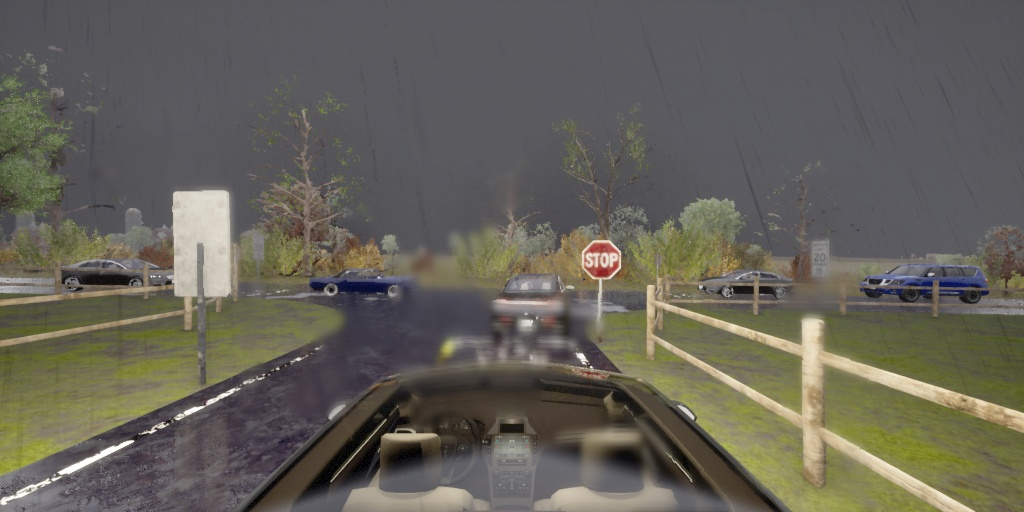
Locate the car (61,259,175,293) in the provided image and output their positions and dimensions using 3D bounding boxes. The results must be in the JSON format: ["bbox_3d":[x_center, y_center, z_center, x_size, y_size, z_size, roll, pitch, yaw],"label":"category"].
[{"bbox_3d":[-18.493,0.885,17.101,4.902,1.511,2.128,1,1,0],"label":"car"}]

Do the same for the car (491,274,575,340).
[{"bbox_3d":[0.705,1.240,10.057,2.128,1.511,4.902,0,0,9],"label":"car"}]

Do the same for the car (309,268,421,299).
[{"bbox_3d":[-6.825,1.248,17.087,4.718,1.301,1.895,1,1,0],"label":"car"}]

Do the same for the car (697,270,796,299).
[{"bbox_3d":[13.000,1.525,20.017,4.902,1.511,2.128,1,1,0],"label":"car"}]

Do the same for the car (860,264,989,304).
[{"bbox_3d":[22.896,1.466,20.008,5.566,2.045,2.150,1,1,0],"label":"car"}]
